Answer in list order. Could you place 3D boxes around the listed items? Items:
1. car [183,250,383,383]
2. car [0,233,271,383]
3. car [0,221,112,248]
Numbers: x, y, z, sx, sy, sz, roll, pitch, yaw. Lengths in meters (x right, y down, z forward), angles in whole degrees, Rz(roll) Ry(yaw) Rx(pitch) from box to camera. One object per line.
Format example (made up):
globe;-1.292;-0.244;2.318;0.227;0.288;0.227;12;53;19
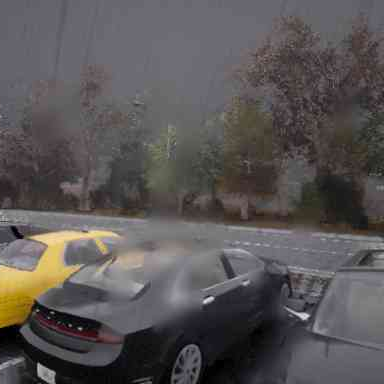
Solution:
car;2.285;1.481;3.523;2.231;1.521;4.892;1;0;36
car;0.020;1.461;5.127;2.231;1.521;4.892;1;0;36
car;-2.127;1.437;6.897;1.946;1.575;5.366;1;0;36
